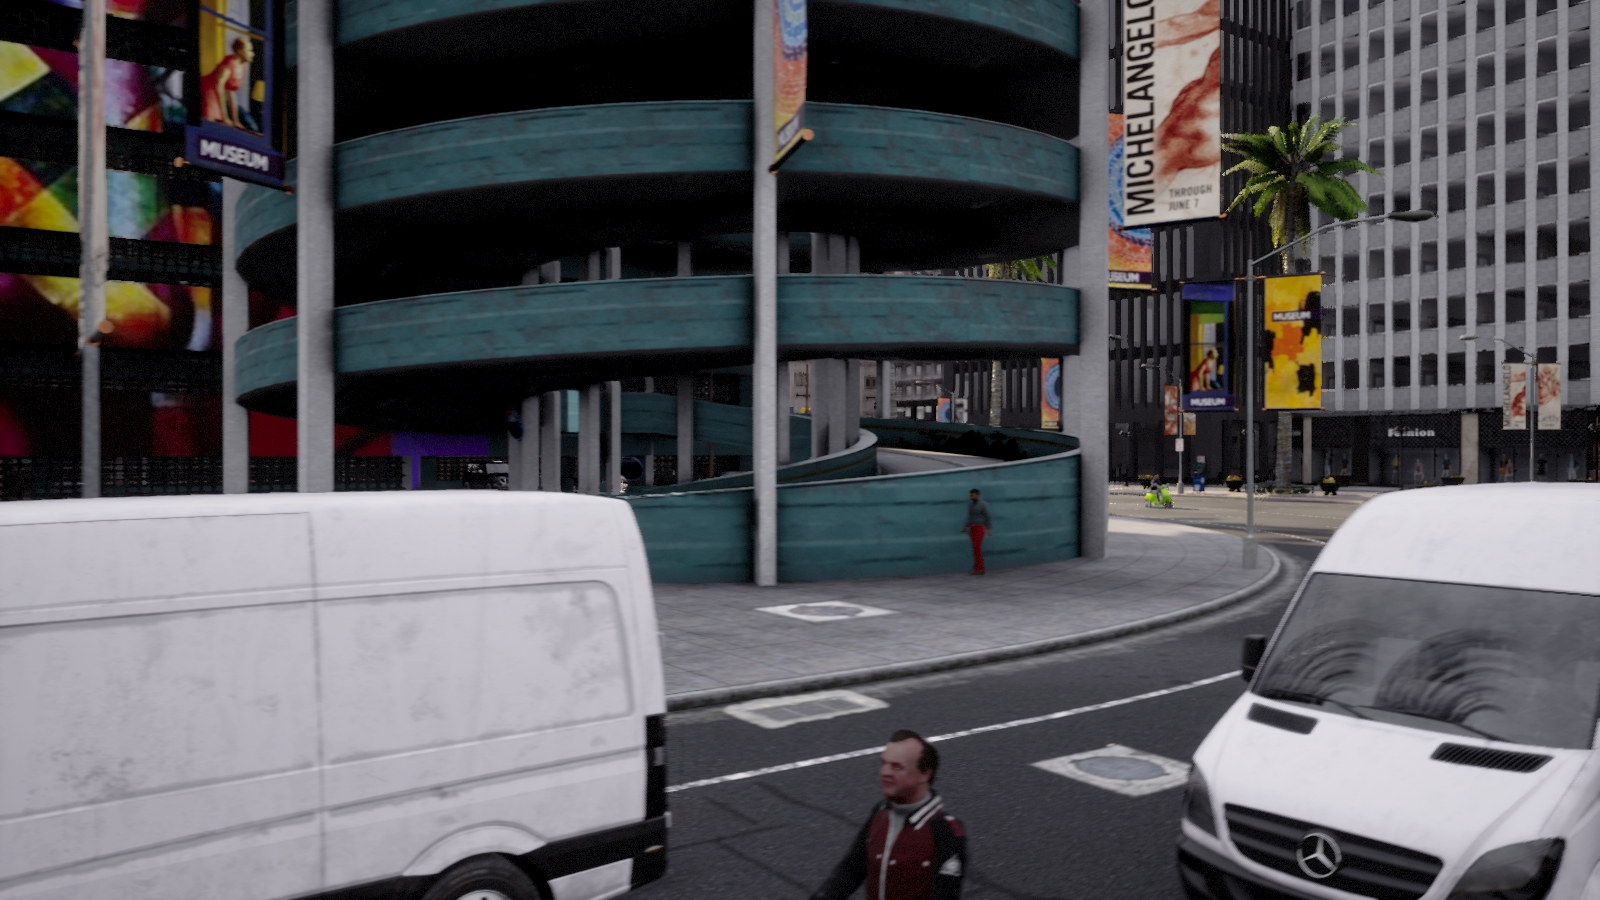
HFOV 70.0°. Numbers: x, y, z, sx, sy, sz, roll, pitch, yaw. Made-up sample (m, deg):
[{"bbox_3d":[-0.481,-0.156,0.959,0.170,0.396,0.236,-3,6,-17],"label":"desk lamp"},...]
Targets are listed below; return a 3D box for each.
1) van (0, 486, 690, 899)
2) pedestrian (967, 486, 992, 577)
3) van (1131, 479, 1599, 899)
[{"bbox_3d":[-3.612,1.534,5.570,5.915,2.561,1.988,0,0,-35],"label":"van"},{"bbox_3d":[3.765,1.696,23.939,0.375,1.860,0.375,0,0,-40],"label":"pedestrian"},{"bbox_3d":[4.724,1.534,7.386,5.915,2.561,1.988,0,0,-40],"label":"van"}]
